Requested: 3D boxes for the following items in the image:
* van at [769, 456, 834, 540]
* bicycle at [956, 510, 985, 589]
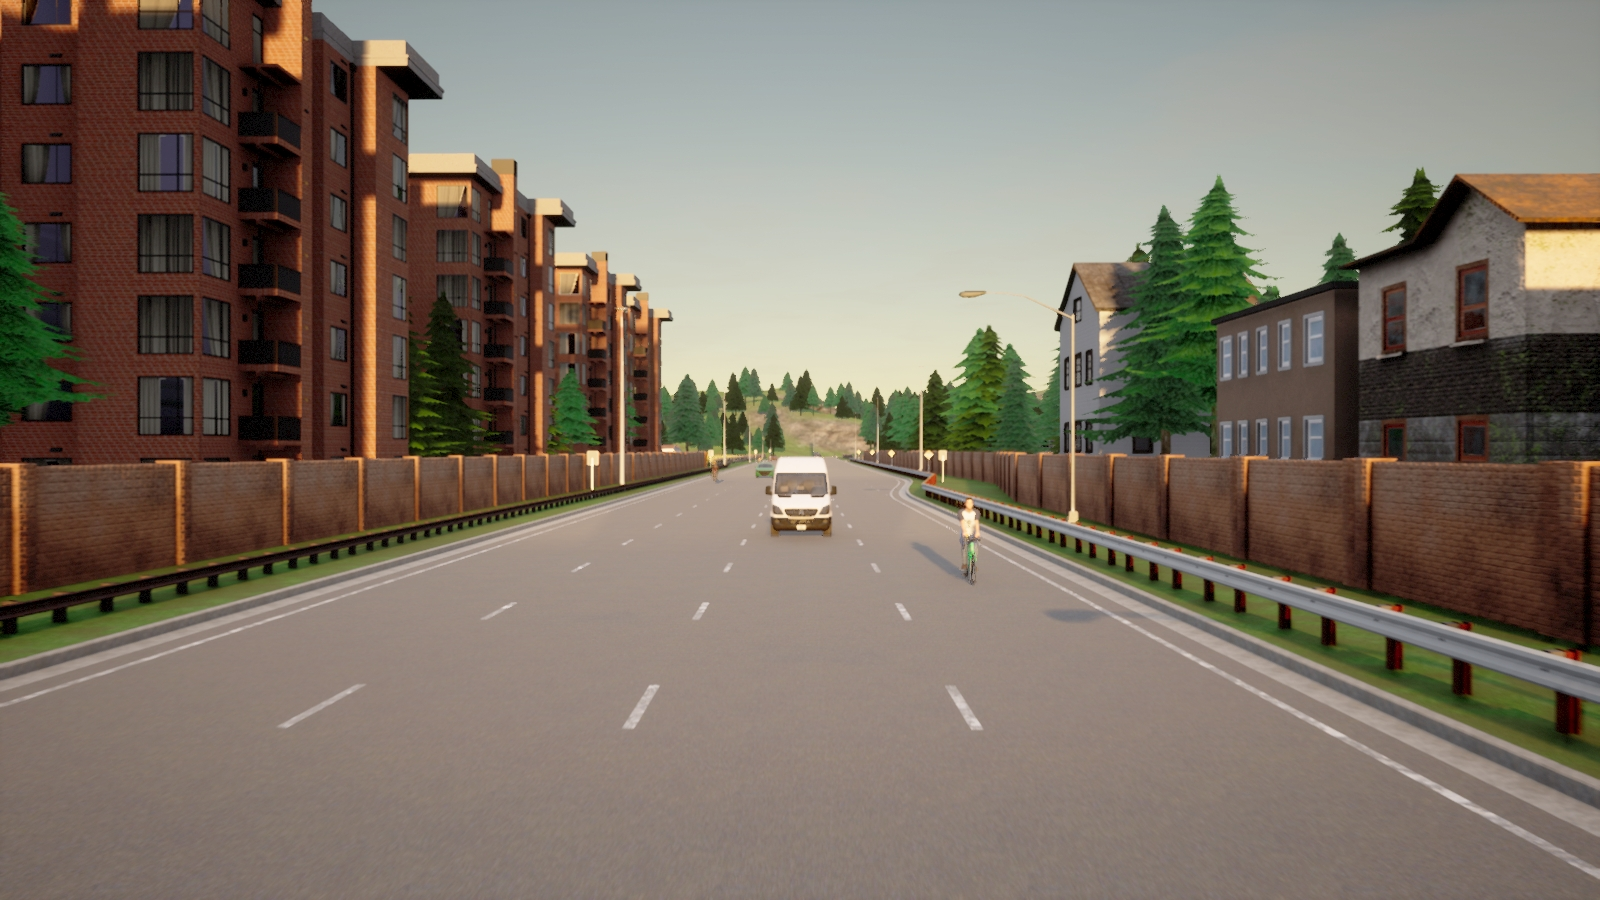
[{"bbox_3d":[0.043,1.513,38.296,1.988,2.561,5.915,0,0,0],"label":"van"},{"bbox_3d":[3.539,2.042,23.792,0.373,1.496,1.643,0,0,0],"label":"bicycle"}]
